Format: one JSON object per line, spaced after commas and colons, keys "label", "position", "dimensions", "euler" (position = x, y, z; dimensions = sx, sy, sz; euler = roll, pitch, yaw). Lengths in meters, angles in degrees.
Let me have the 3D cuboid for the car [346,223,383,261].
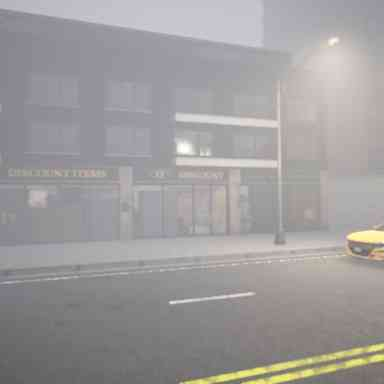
{"label": "car", "position": [7.833, 1.616, 11.773], "dimensions": [5.008, 1.535, 1.882], "euler": [0, -1, -18]}
